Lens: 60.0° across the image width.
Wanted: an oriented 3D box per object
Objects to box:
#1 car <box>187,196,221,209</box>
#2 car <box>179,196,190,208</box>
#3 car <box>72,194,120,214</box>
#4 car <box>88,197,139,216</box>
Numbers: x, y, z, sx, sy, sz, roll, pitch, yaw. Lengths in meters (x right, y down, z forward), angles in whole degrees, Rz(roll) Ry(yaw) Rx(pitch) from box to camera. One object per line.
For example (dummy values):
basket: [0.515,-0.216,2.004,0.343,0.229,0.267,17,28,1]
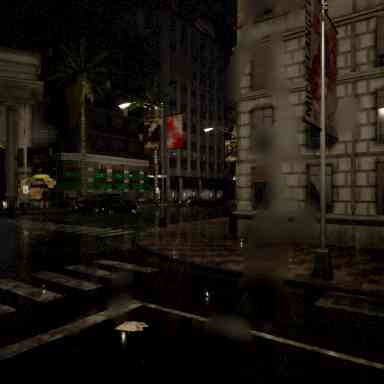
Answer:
car: [1.891,1.601,45.091,1.895,1.301,4.718,0,0,39]
car: [0.120,1.351,48.406,2.097,1.767,4.553,0,0,40]
car: [-9.826,1.221,35.193,2.150,2.045,5.566,0,0,36]
car: [-7.359,1.506,32.621,1.837,1.490,4.892,0,0,36]
